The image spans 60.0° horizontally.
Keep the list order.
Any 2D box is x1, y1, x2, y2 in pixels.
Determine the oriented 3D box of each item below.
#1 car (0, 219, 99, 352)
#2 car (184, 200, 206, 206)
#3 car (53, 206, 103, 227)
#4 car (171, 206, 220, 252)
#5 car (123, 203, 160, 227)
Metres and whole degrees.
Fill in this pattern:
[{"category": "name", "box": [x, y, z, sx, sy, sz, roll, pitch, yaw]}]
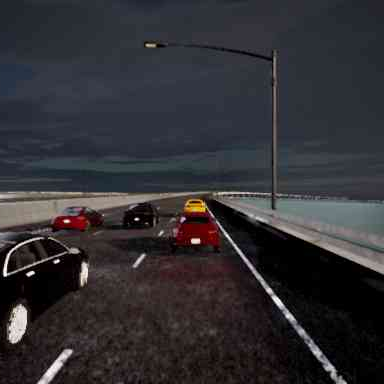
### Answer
[{"category": "car", "box": [-3.388, 1.505, 6.144, 1.837, 1.490, 4.892, 0, 0, 0]}, {"category": "car", "box": [0.296, 1.467, 32.083, 1.882, 1.535, 5.008, 0, 0, 1]}, {"category": "car", "box": [-6.819, 1.561, 20.157, 1.994, 1.385, 4.181, 0, 0, 0]}, {"category": "car", "box": [0.129, 1.525, 13.825, 1.812, 1.442, 4.674, 0, 0, 0]}, {"category": "car", "box": [-3.301, 1.473, 22.496, 1.882, 1.535, 5.008, 0, 0, 0]}]
